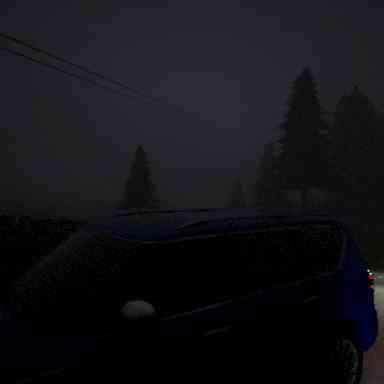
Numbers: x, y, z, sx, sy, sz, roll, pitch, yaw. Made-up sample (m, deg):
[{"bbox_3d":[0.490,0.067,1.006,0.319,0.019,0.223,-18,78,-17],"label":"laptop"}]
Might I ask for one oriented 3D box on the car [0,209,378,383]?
[{"bbox_3d":[-0.314,1.239,3.393,5.566,2.045,2.150,1,-1,-35],"label":"car"}]
